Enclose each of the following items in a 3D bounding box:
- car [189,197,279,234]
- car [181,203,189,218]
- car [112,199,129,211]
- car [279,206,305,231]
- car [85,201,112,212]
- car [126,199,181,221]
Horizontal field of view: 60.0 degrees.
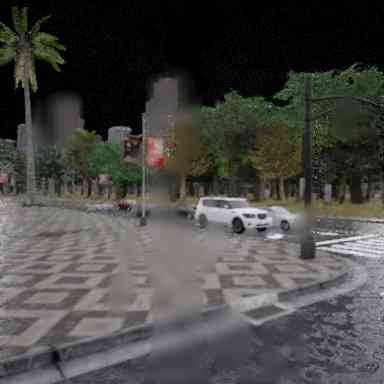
[{"bbox_3d":[2.447,1.351,20.968,2.150,2.045,5.566,0,0,-35],"label":"car"},{"bbox_3d":[-0.126,1.697,30.207,1.994,1.385,4.181,0,0,-36],"label":"car"},{"bbox_3d":[-7.530,1.597,40.478,1.882,1.535,5.008,0,0,-36],"label":"car"},{"bbox_3d":[5.561,1.667,22.177,1.812,1.442,4.674,0,0,-34],"label":"car"},{"bbox_3d":[-11.183,1.705,39.961,1.895,1.301,4.718,0,0,-37],"label":"car"},{"bbox_3d":[-3.517,1.667,29.396,2.033,1.411,5.357,0,0,-35],"label":"car"}]
